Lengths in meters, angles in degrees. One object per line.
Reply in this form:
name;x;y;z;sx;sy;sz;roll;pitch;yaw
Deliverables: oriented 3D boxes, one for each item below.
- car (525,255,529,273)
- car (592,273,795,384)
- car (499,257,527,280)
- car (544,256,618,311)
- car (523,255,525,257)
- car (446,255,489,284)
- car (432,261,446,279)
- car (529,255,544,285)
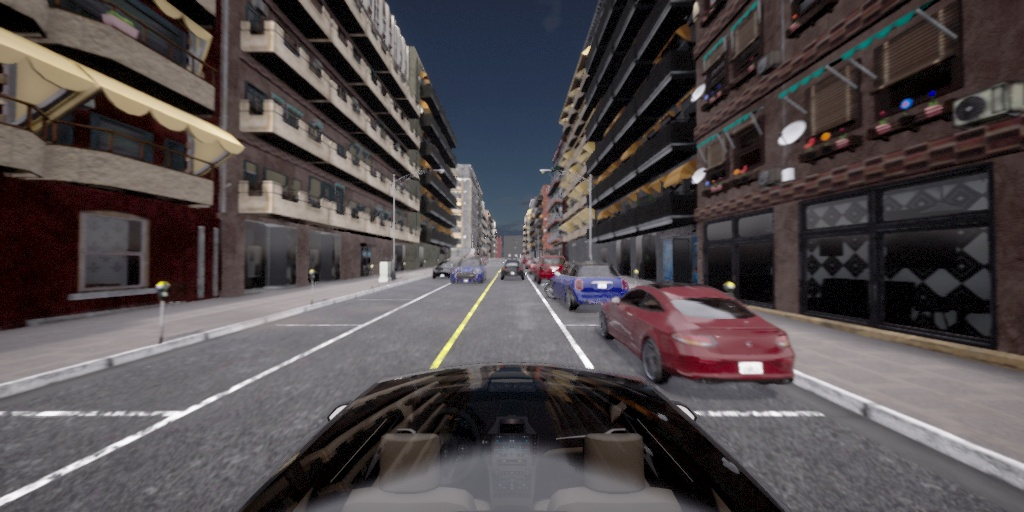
car;2.530;0.950;34.991;1.967;1.591;4.097;0;0;0
car;3.023;1.235;6.839;1.812;1.442;4.674;0;0;0
car;0.063;1.076;28.782;1.812;1.442;4.674;0;1;0
car;2.818;1.006;14.128;2.097;1.767;4.553;0;0;-6
car;2.528;0.701;57.116;2.192;1.841;5.009;0;0;0
car;-2.850;0.931;24.444;2.097;1.767;4.553;0;0;0
car;-5.317;1.111;29.519;1.948;1.339;4.313;0;0;0
car;2.532;0.898;23.929;2.192;1.841;5.009;0;0;0
